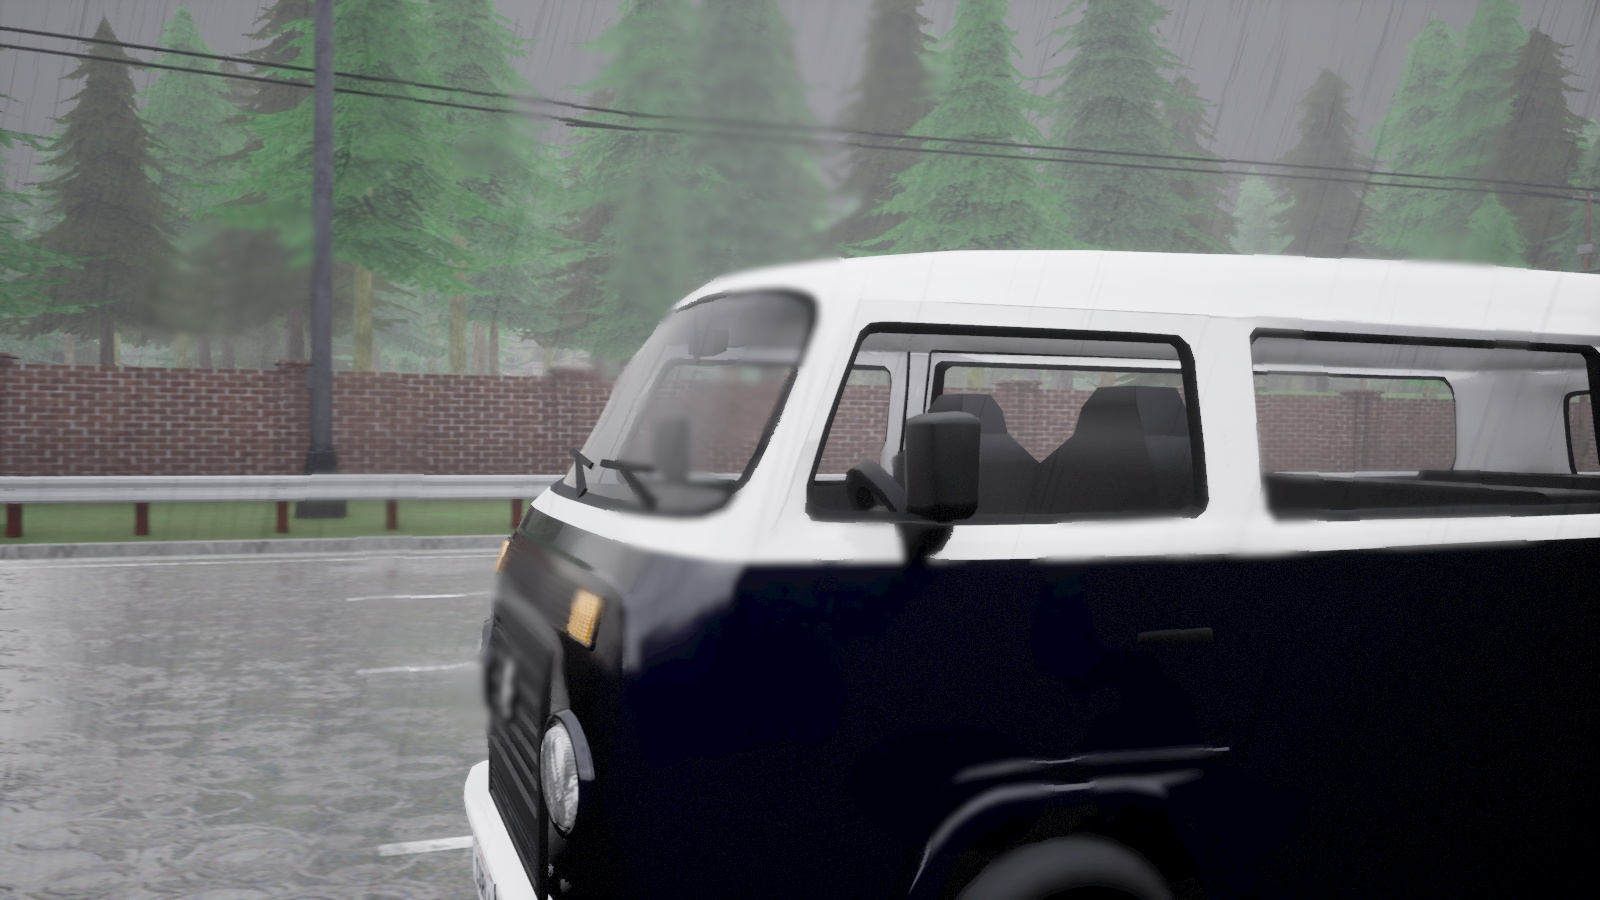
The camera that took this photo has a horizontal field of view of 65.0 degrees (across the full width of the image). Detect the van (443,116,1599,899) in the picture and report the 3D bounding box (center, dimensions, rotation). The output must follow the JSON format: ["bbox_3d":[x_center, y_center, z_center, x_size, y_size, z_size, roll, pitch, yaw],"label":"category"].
[{"bbox_3d":[1.363,0.446,3.753,4.480,2.038,2.069,-1,1,-21],"label":"van"}]
